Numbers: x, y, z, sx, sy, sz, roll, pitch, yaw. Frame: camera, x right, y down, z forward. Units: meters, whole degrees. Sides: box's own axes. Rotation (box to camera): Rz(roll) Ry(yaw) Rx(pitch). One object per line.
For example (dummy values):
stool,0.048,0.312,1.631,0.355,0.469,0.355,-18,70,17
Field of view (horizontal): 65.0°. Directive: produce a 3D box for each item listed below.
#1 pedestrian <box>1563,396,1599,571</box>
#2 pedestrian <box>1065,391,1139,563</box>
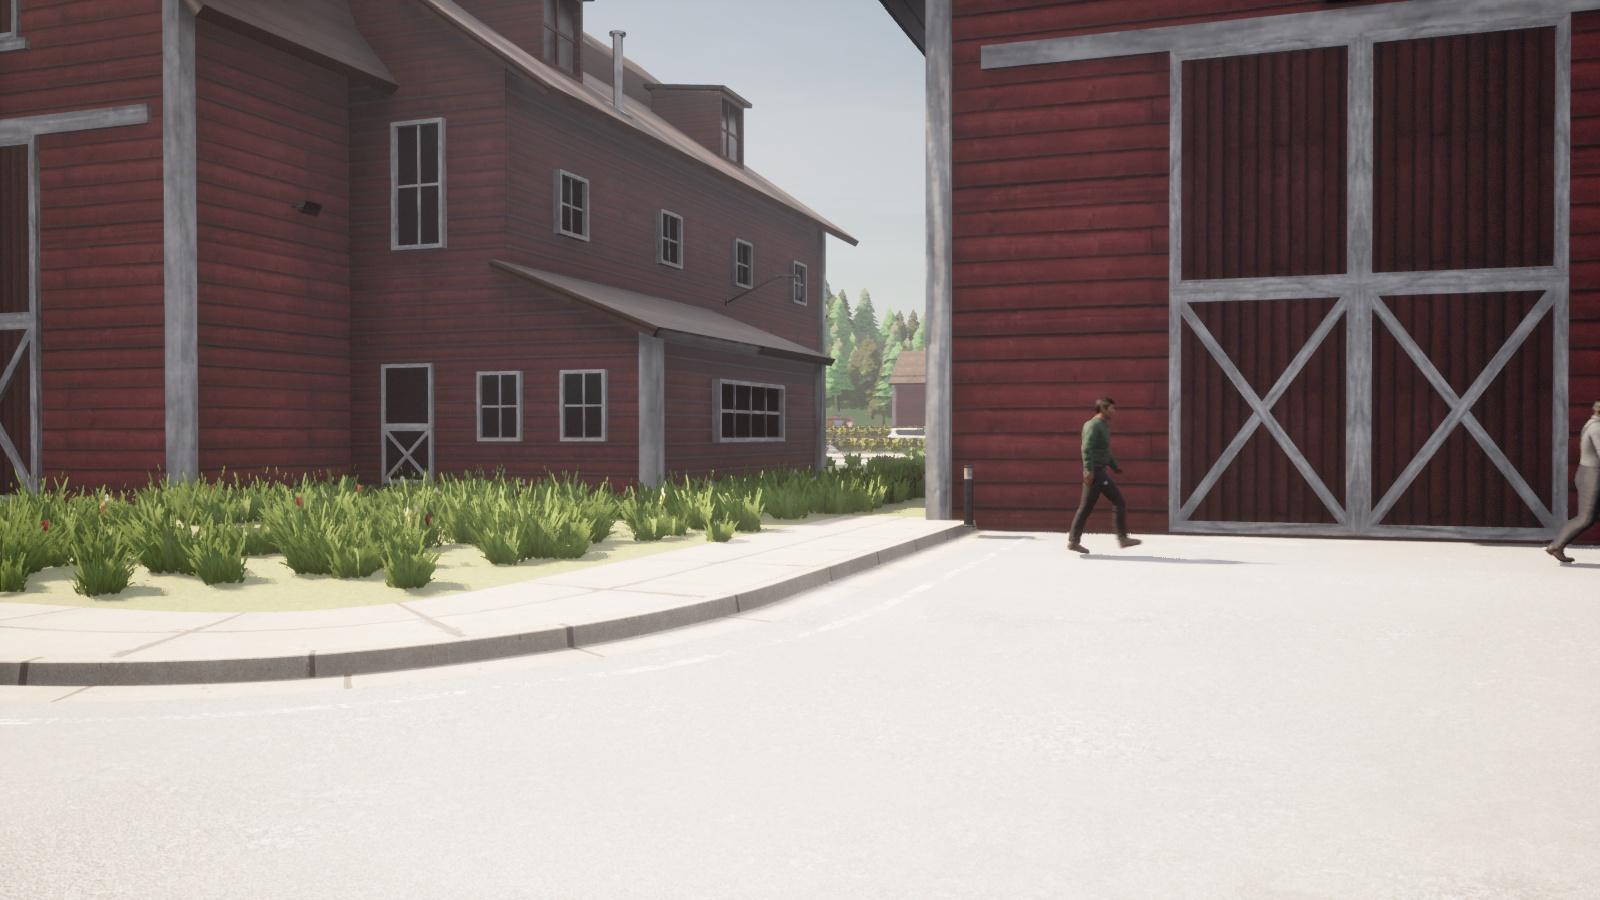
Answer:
pedestrian,8.590,0.350,13.409,0.694,1.848,0.540,1,1,35
pedestrian,3.490,0.302,14.511,0.788,1.949,0.423,1,1,18
